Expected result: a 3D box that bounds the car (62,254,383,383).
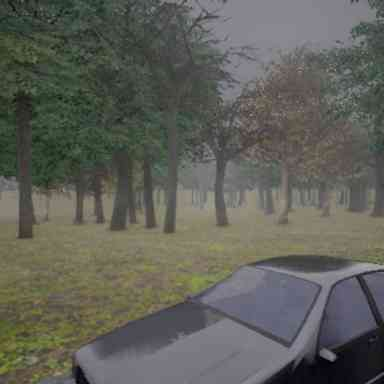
[{"bbox_3d":[1.377,1.553,4.033,5.357,1.411,2.033,0,0,-35],"label":"car"}]
